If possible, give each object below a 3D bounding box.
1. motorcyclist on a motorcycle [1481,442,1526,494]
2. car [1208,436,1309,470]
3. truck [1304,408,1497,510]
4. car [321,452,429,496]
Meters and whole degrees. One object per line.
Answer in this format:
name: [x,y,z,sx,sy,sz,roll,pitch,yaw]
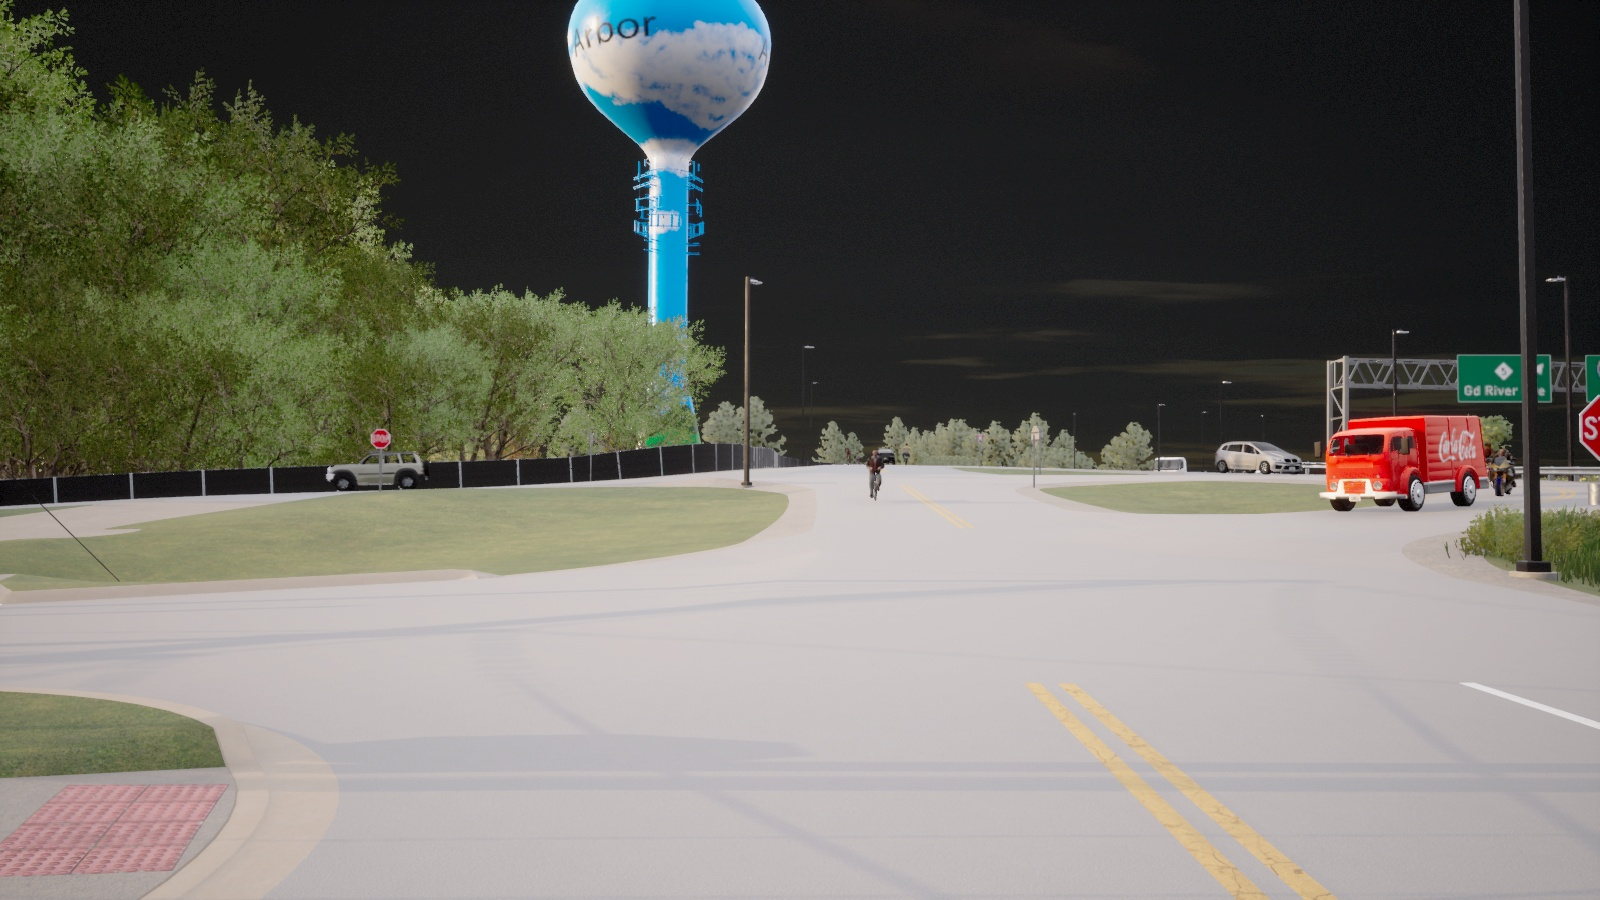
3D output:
motorcyclist on a motorcycle: [21.939,0.543,39.145,0.866,1.530,2.191,-2,-1,38]
car: [23.467,0.145,64.403,2.242,1.667,4.611,0,0,-25]
truck: [16.208,0.215,33.787,5.204,2.467,2.627,-2,-1,-39]
car: [-19.935,1.146,59.150,4.605,1.855,1.932,-2,-1,-13]
